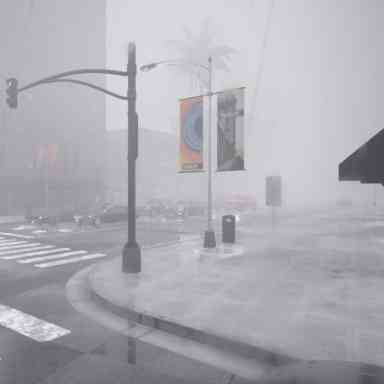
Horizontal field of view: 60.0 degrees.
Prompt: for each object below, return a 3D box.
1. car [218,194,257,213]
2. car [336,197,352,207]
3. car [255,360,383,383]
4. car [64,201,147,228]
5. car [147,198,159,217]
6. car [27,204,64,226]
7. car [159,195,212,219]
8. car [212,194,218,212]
[{"bbox_3d":[5.673,1.281,38.684,2.150,2.045,5.566,0,0,35],"label":"car"},{"bbox_3d":[24.722,1.621,54.066,2.128,1.511,4.902,0,0,35],"label":"car"},{"bbox_3d":[2.147,1.551,1.315,4.403,1.369,2.008,0,0,36],"label":"car"},{"bbox_3d":[-5.708,1.513,22.566,2.128,1.511,4.902,0,0,35],"label":"car"},{"bbox_3d":[-3.443,1.384,31.411,2.097,1.767,4.553,0,0,35],"label":"car"},{"bbox_3d":[-8.825,1.563,23.795,2.033,1.411,5.357,0,0,35],"label":"car"},{"bbox_3d":[-0.503,1.389,29.941,2.097,1.767,4.553,0,0,35],"label":"car"},{"bbox_3d":[3.316,1.274,40.977,2.150,2.045,5.566,0,0,35],"label":"car"}]
